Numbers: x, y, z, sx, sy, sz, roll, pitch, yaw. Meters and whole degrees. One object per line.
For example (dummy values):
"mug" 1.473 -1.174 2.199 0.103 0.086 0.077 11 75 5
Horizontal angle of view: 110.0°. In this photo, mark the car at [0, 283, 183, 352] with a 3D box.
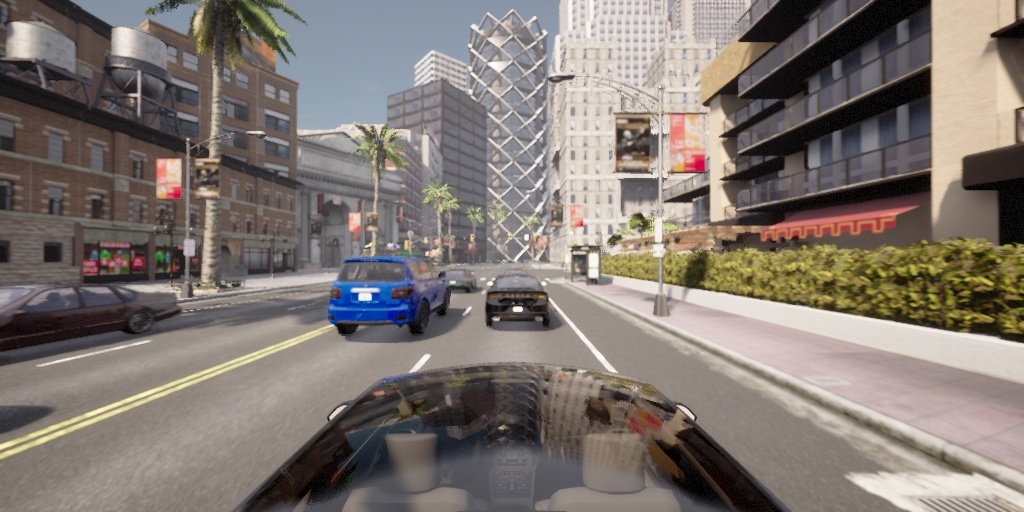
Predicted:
"car" -10.560 1.337 8.036 2.033 1.411 5.357 0 0 0

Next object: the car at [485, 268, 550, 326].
"car" 0.164 1.300 12.051 1.882 1.535 5.008 0 -1 0

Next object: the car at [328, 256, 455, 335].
"car" -3.348 1.036 10.874 2.150 2.045 5.566 0 0 0

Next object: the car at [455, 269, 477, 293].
"car" -3.283 1.454 21.979 1.994 1.385 4.181 0 0 0
